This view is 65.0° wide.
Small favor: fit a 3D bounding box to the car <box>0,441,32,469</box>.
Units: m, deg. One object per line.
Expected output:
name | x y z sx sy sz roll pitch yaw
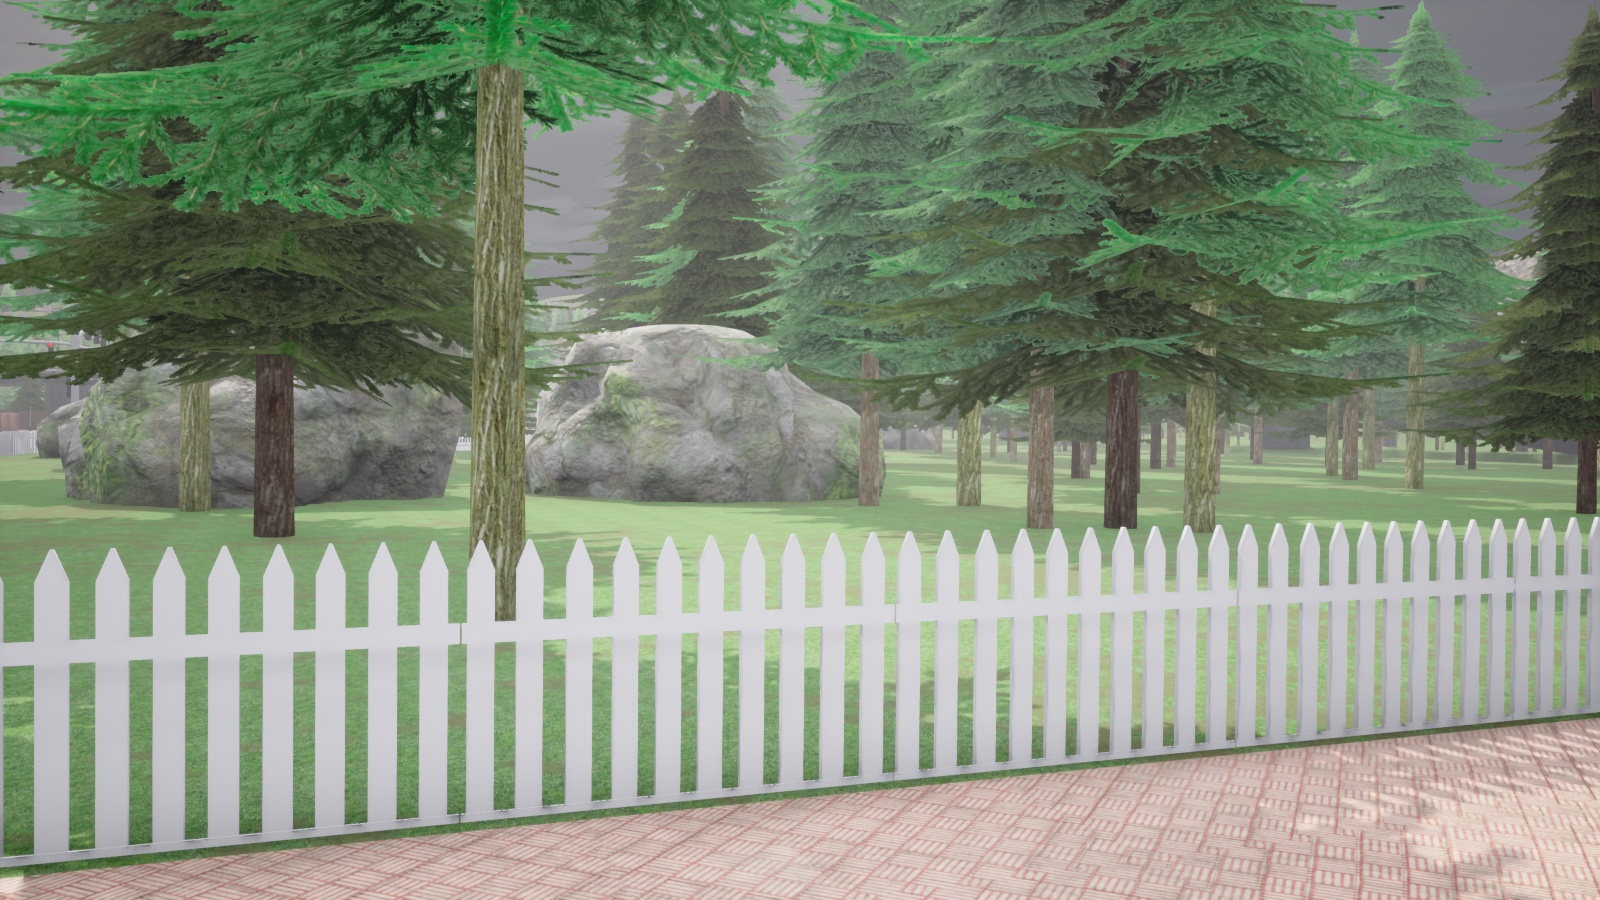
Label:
car | -41.416 0.254 63.455 4.181 1.385 1.994 -1 1 -23
